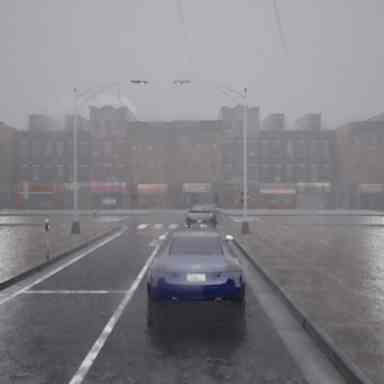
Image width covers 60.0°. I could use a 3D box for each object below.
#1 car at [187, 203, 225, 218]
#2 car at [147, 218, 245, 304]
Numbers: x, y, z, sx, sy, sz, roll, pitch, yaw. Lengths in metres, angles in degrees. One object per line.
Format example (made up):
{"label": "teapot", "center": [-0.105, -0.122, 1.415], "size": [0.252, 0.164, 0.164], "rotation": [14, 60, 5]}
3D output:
{"label": "car", "center": [0.966, 1.497, 21.984], "size": [2.128, 1.511, 4.902], "rotation": [0, 0, 12]}
{"label": "car", "center": [0.097, 1.563, 8.201], "size": [1.994, 1.385, 4.181], "rotation": [0, 0, 1]}
